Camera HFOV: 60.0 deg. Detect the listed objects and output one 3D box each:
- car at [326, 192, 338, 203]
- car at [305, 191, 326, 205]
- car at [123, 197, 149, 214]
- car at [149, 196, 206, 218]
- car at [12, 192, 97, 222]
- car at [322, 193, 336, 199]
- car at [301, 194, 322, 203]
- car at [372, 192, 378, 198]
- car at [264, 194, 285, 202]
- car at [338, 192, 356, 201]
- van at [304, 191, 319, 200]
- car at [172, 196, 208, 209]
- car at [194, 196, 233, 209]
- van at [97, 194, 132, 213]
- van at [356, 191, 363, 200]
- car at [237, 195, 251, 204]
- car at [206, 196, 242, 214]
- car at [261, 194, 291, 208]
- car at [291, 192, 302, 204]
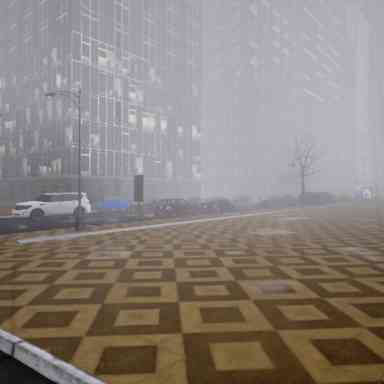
[{"bbox_3d":[20.953,0.839,53.123,2.192,1.841,5.009,1,1,41],"label":"car"},{"bbox_3d":[17.258,0.885,48.798,2.192,1.841,5.009,1,1,41],"label":"car"},{"bbox_3d":[-4.038,1.357,32.797,1.895,1.301,4.718,0,1,41],"label":"car"},{"bbox_3d":[-1.125,1.240,27.096,1.967,1.590,4.097,1,1,41],"label":"car"},{"bbox_3d":[-10.478,1.059,25.261,2.150,2.045,5.566,0,1,41],"label":"car"},{"bbox_3d":[33.070,0.828,80.212,1.947,1.339,4.313,1,1,41],"label":"car"},{"bbox_3d":[20.265,1.062,56.325,1.994,1.385,4.181,0,1,41],"label":"car"},{"bbox_3d":[43.151,0.704,79.641,1.801,1.575,5.366,0,1,41],"label":"car"},{"bbox_3d":[14.593,1.056,58.585,1.947,1.339,4.313,1,1,41],"label":"car"},{"bbox_3d":[28.453,0.957,61.905,1.752,1.417,4.829,1,1,41],"label":"car"},{"bbox_3d":[25.680,0.694,71.557,1.690,1.788,3.998,1,1,41],"label":"van"},{"bbox_3d":[-0.194,1.218,41.291,1.887,1.381,4.507,1,1,41],"label":"car"},{"bbox_3d":[2.711,1.220,40.686,2.033,1.411,5.357,0,1,41],"label":"car"},{"bbox_3d":[-7.669,1.106,32.711,1.690,1.788,3.998,1,1,41],"label":"van"},{"bbox_3d":[35.735,0.683,70.424,1.690,1.788,3.998,1,1,41],"label":"van"},{"bbox_3d":[7.202,1.148,49.934,1.947,1.339,4.313,1,1,41],"label":"car"},{"bbox_3d":[2.527,1.320,31.459,1.947,1.339,4.313,1,1,41],"label":"car"},{"bbox_3d":[9.866,1.244,40.151,1.802,1.307,4.206,1,1,41],"label":"car"},{"bbox_3d":[13.898,1.102,48.864,1.812,1.442,4.674,0,1,41],"label":"car"}]
